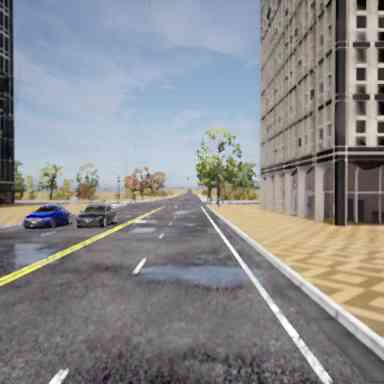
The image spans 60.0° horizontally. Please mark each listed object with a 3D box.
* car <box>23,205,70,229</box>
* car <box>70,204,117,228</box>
[{"bbox_3d":[-9.848,1.651,23.062,1.812,1.442,4.674,0,0,0],"label":"car"},{"bbox_3d":[-6.598,1.632,23.380,1.837,1.490,4.892,0,0,0],"label":"car"}]
